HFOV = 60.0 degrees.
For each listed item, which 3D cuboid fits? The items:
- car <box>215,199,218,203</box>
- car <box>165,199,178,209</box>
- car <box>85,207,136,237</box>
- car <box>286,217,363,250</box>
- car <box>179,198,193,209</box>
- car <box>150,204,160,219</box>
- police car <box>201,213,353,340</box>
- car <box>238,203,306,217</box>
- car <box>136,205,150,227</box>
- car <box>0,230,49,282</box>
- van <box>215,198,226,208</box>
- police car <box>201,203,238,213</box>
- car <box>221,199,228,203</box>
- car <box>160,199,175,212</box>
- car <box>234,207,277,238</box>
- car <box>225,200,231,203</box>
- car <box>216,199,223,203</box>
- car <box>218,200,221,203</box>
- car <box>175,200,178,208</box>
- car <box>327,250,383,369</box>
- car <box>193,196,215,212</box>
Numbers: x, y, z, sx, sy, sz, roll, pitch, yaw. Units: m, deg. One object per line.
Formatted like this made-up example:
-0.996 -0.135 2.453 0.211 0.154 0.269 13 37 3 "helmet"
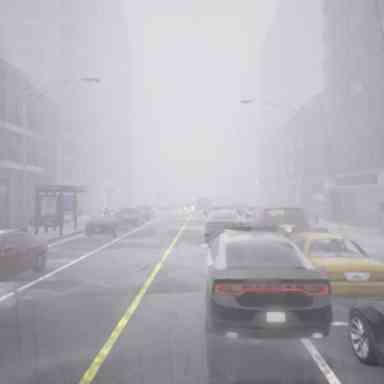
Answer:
4.590 2.016 47.107 1.947 1.339 4.313 0 -1 2 "car"
-3.540 2.056 58.444 1.967 1.590 4.097 0 -1 2 "car"
-4.907 1.778 19.794 1.887 1.381 4.507 0 -1 2 "car"
3.229 1.594 8.638 1.752 1.417 4.829 0 -1 2 "car"
-1.043 2.116 55.320 2.033 1.411 5.357 0 -1 2 "car"
-4.516 1.908 30.836 1.947 1.339 4.313 0 -1 2 "car"
1.211 1.491 7.030 1.930 1.638 5.238 0 -1 2 "police car"
3.417 1.437 13.990 2.192 1.841 5.009 0 -1 2 "car"
-4.712 1.854 25.315 1.947 1.339 4.313 0 -1 2 "car"
-5.298 1.706 8.751 1.802 1.307 4.206 0 -1 2 "car"
4.980 1.901 58.149 1.690 1.788 3.998 0 -1 2 "van"
1.565 1.590 17.023 1.930 1.638 5.238 0 -1 2 "police car"
4.003 1.726 30.549 1.967 1.590 4.097 0 -1 2 "car"
-3.930 2.089 47.400 1.802 1.307 4.206 0 -1 2 "car"
3.619 1.704 19.678 1.752 1.417 4.829 0 -1 2 "car"
3.808 1.671 25.029 1.967 1.590 4.097 0 -1 2 "car"
4.395 1.946 41.587 2.008 1.369 4.403 0 -1 2 "car"
4.200 1.891 36.068 2.008 1.369 4.403 0 -1 2 "car"
-3.735 2.127 52.922 1.947 1.339 4.313 0 -1 2 "car"
3.028 1.578 2.948 1.947 1.339 4.313 0 -1 2 "car"
1.675 1.670 45.163 2.150 2.045 5.566 0 -1 2 "car"
